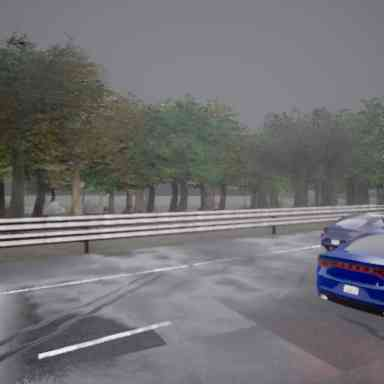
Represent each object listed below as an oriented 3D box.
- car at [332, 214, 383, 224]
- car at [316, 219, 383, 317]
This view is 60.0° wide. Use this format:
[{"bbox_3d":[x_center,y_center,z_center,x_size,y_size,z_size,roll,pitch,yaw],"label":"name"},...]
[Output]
[{"bbox_3d":[6.819,1.554,12.703,4.674,1.442,1.812,0,0,-34],"label":"car"},{"bbox_3d":[4.707,1.498,7.006,5.008,1.535,1.882,0,0,-35],"label":"car"}]
